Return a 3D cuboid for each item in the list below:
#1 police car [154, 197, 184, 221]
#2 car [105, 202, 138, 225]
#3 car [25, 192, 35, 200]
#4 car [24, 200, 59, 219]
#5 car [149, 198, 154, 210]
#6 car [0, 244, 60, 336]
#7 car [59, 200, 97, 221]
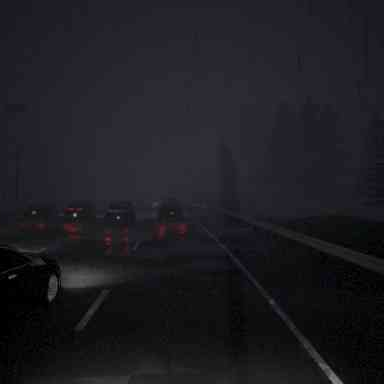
[{"bbox_3d":[-1.805,1.329,26.575,1.930,1.638,5.238,0,0,-7],"label":"police car"},{"bbox_3d":[-4.935,1.411,23.446,2.128,1.511,4.902,0,0,-6],"label":"car"},{"bbox_3d":[-40.242,0.970,82.803,2.150,2.045,5.566,0,0,-25],"label":"car"},{"bbox_3d":[-12.605,1.438,28.088,1.812,1.442,4.674,0,0,-8],"label":"car"},{"bbox_3d":[-4.197,1.380,40.953,1.812,1.442,4.674,0,0,-11],"label":"car"},{"bbox_3d":[-3.576,1.491,4.959,1.837,1.490,4.892,0,0,-2],"label":"car"},{"bbox_3d":[-8.877,1.417,26.711,1.837,1.490,4.892,0,0,-8],"label":"car"}]
